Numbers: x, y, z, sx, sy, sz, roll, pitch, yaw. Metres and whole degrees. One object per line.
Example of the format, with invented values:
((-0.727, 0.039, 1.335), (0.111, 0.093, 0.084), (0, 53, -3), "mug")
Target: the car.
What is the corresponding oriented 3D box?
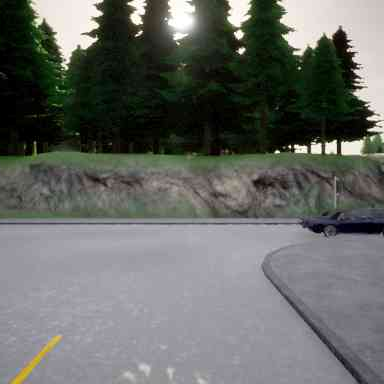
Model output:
((8.078, 1.601, 17.050), (4.718, 1.301, 1.895), (0, 0, 0), "car")
